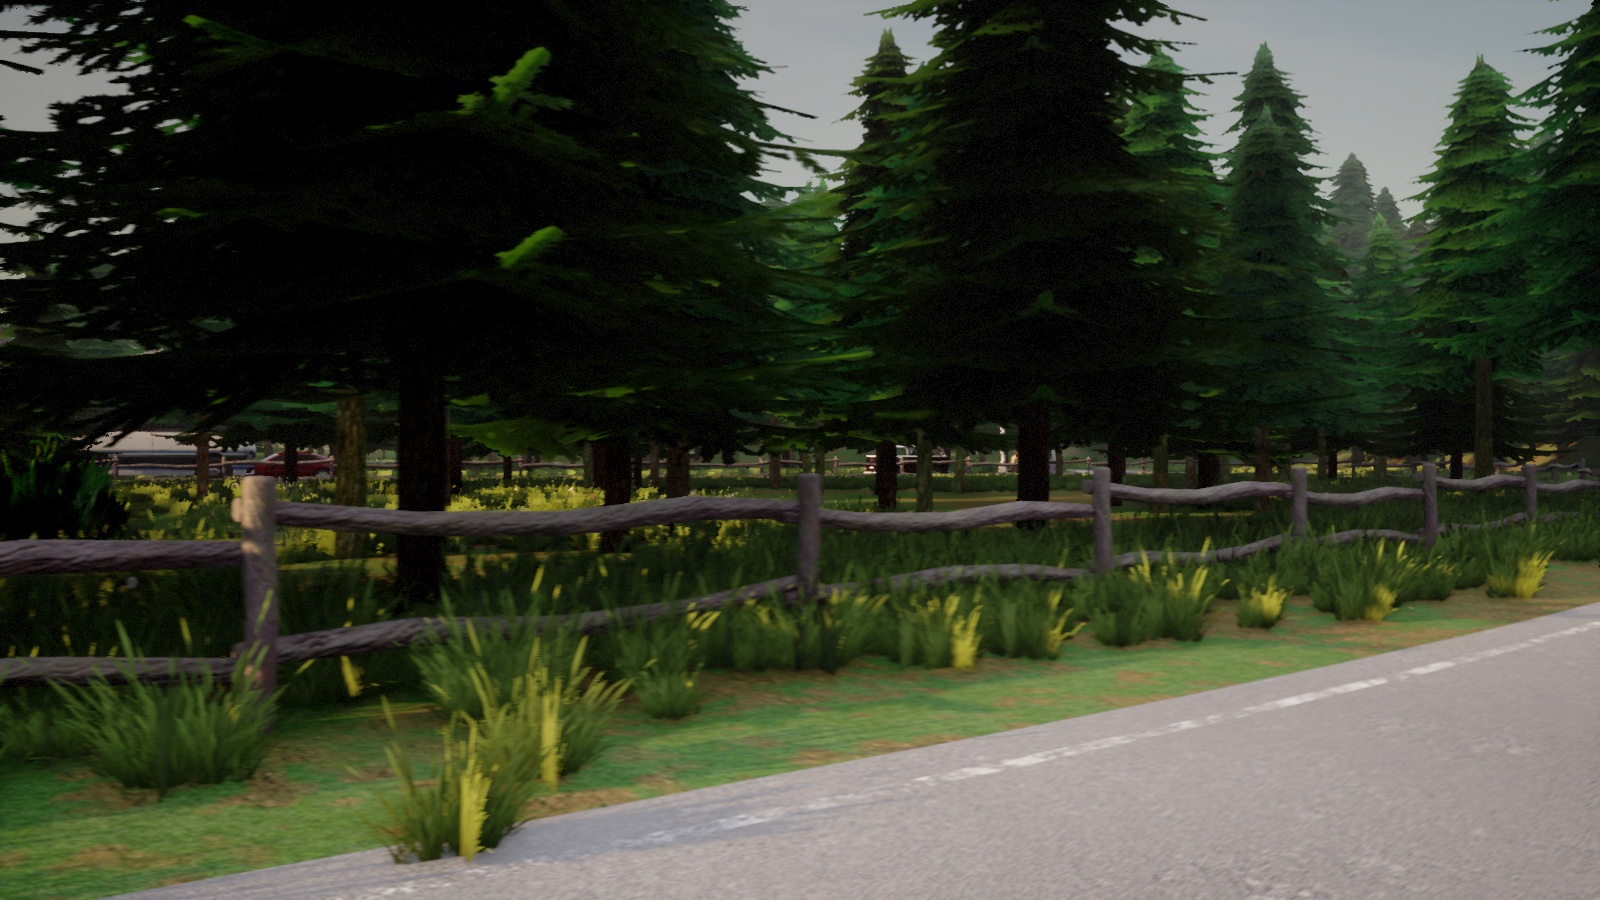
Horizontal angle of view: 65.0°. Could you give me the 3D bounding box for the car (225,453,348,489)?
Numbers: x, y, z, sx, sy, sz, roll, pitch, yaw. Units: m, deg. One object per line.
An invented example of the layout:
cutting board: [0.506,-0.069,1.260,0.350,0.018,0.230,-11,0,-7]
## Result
car: [-22.883,0.902,55.977,5.008,1.535,1.882,0,0,-25]

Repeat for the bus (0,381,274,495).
bus: [-26.628,-0.460,50.280,10.273,4.253,3.944,0,0,-22]

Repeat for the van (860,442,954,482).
van: [5.642,0.616,66.196,4.480,2.038,2.069,0,0,-26]
